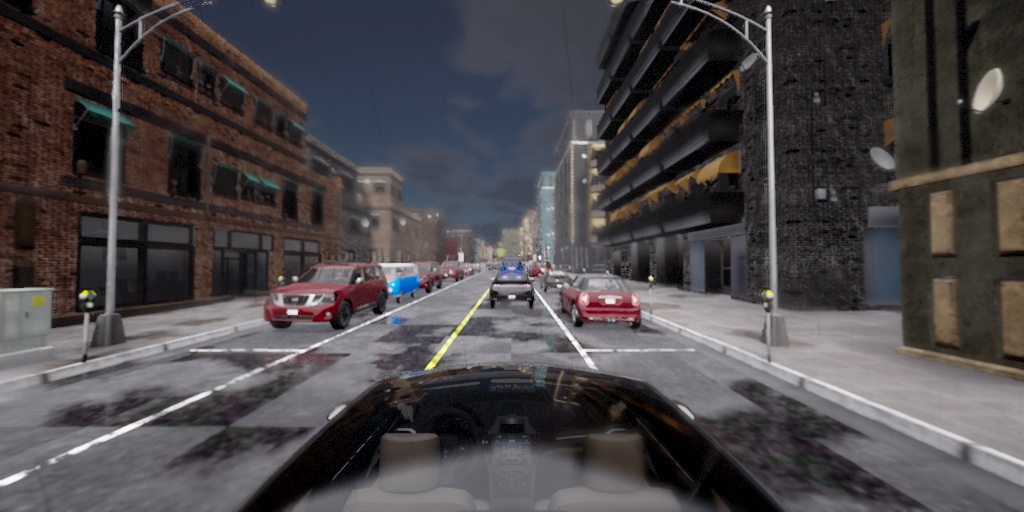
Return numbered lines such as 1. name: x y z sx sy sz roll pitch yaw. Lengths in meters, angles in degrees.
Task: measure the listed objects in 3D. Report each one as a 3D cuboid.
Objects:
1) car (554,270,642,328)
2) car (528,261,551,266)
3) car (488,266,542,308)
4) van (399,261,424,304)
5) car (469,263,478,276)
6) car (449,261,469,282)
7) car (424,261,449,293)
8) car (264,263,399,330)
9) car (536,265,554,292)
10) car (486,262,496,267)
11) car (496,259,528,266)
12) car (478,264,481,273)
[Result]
1. car: 2.688 1.284 11.788 1.967 1.591 4.097 0 0 0
2. car: 2.679 1.360 33.415 2.192 1.841 5.009 0 0 0
3. car: -0.002 1.378 16.152 2.128 1.511 4.902 0 0 0
4. van: -5.696 1.236 17.198 1.690 1.789 3.998 0 0 0
5. car: -5.706 1.585 44.233 1.967 1.591 4.097 0 0 0
6. car: -5.702 1.360 33.419 2.192 1.841 5.009 0 0 0
7. car: -5.697 1.260 22.605 2.192 1.841 5.009 0 0 0
8. car: -5.693 1.159 11.791 2.192 1.841 5.009 0 0 0
9. car: 2.683 1.495 22.601 2.007 1.370 4.403 0 0 0
10. car: -3.028 1.877 62.303 1.994 1.385 4.181 0 -1 0
11. car: -0.010 1.238 30.879 2.150 2.045 5.566 0 0 0
12. car: -5.711 1.795 55.047 2.007 1.370 4.403 0 0 0
